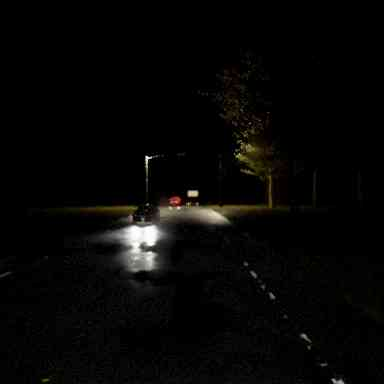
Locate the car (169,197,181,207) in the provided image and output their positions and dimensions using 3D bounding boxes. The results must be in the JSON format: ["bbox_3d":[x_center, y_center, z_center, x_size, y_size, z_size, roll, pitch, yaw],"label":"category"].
[{"bbox_3d":[-3.489,2.053,68.170,2.150,2.045,5.566,0,-1,0],"label":"car"}]

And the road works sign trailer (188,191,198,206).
[{"bbox_3d":[0.233,1.457,77.805,2.380,3.560,2.880,0,-1,2],"label":"road works sign trailer"}]

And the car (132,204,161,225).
[{"bbox_3d":[-3.594,1.754,26.803,2.128,1.511,4.902,0,-1,0],"label":"car"}]
